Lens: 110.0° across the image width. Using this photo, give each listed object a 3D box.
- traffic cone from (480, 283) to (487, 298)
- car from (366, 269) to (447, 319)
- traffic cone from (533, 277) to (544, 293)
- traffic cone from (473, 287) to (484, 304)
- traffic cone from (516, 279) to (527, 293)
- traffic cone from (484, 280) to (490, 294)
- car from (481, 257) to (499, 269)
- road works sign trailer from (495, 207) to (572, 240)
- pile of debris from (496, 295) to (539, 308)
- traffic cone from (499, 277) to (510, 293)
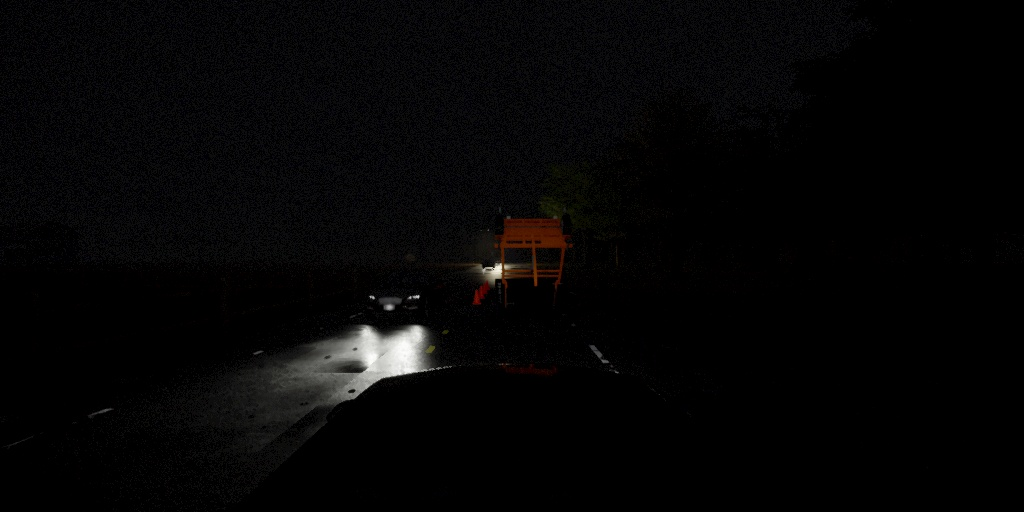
[{"bbox_3d":[-1.459,1.692,16.908,0.340,0.580,0.340,0,0,0],"label":"traffic cone"},{"bbox_3d":[-3.578,1.232,12.907,2.128,1.511,4.902,0,0,0],"label":"car"},{"bbox_3d":[1.545,1.688,20.903,0.340,0.580,0.340,0,0,0],"label":"traffic cone"},{"bbox_3d":[-1.462,1.694,14.909,0.340,0.580,0.340,0,0,0],"label":"traffic cone"},{"bbox_3d":[0.546,1.688,20.905,0.340,0.580,0.340,0,0,0],"label":"traffic cone"},{"bbox_3d":[-1.455,1.690,18.909,0.340,0.580,0.340,0,0,0],"label":"traffic cone"},{"bbox_3d":[-3.510,1.228,53.989,2.033,1.411,5.357,0,0,0],"label":"car"},{"bbox_3d":[0.629,-2.366,10.118,2.380,3.560,2.880,0,0,0],"label":"road works sign trailer"},{"bbox_3d":[0.022,1.904,14.912,1.860,0.140,1.500,0,0,0],"label":"pile of debris"},{"bbox_3d":[-0.453,1.688,20.906,0.340,0.580,0.340,0,0,0],"label":"traffic cone"}]
